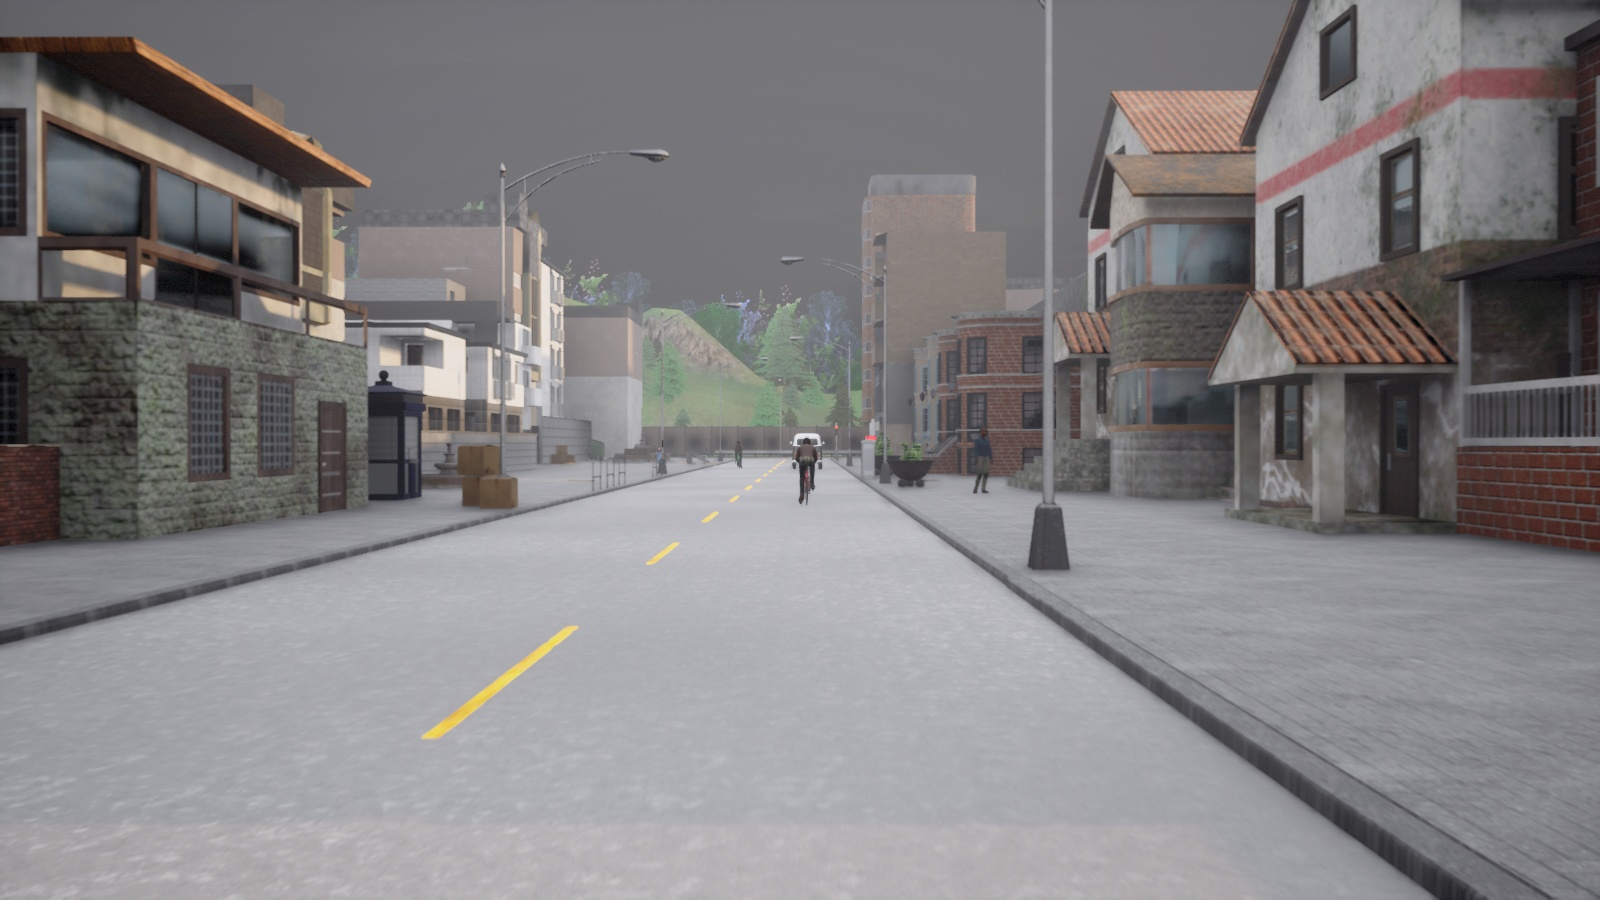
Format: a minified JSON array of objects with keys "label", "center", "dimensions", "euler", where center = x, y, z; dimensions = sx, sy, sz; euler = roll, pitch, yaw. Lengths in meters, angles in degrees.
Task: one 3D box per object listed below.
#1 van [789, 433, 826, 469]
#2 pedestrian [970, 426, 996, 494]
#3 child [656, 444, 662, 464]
[{"label":"van","center":[0.428,0.059,73.036],"dimensions":[2.069,2.038,4.480],"euler":[0,0,0]},{"label":"pedestrian","center":[4.964,0.268,34.014],"dimensions":[0.370,1.835,0.726],"euler":[0,0,-24]},{"label":"child","center":[-9.028,0.274,80.413],"dimensions":[0.270,1.263,0.437],"euler":[0,0,5]}]
